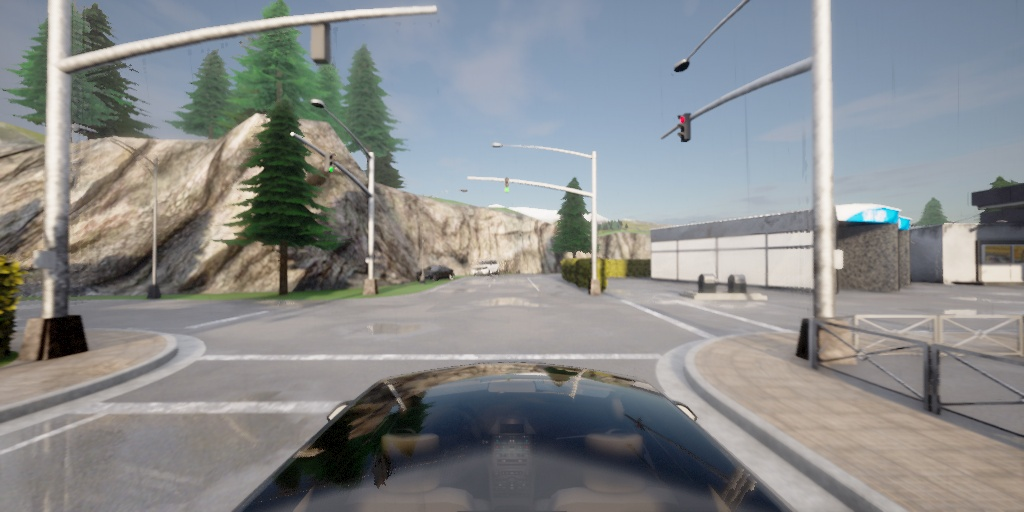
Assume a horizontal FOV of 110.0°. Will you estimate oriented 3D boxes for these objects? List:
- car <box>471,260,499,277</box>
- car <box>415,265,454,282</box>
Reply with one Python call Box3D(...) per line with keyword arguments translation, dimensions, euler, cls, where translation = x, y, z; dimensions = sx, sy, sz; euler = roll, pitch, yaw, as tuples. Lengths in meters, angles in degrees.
Box3D(translation=(-3.350, 1.507, 45.610), dimensions=(2.150, 2.045, 5.566), euler=(-3, -1, 15), cls="car")
Box3D(translation=(-7.352, 1.628, 34.342), dimensions=(1.882, 1.535, 5.008), euler=(-1, -1, 18), cls="car")
